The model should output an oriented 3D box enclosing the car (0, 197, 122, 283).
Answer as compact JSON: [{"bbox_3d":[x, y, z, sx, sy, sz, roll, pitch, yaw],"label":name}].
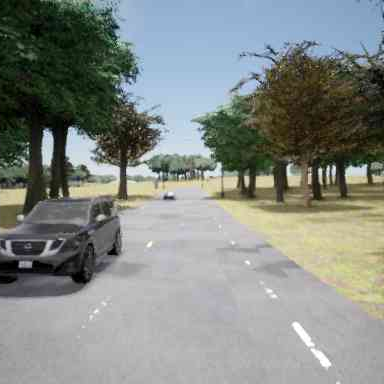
[{"bbox_3d":[-3.600,1.189,9.947,2.150,2.045,5.566,0,0,0],"label":"car"}]

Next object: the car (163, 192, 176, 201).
[{"bbox_3d":[-3.572,0.677,52.776,1.895,1.301,4.718,0,2,1],"label":"car"}]
